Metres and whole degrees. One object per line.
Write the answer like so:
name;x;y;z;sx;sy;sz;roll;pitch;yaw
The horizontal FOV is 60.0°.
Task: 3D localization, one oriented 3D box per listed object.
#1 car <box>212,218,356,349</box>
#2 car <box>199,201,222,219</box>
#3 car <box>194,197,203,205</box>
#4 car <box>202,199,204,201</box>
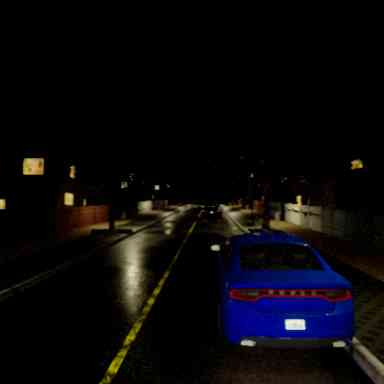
car;1.433;1.542;6.658;1.882;1.535;5.008;-1;-1;3
car;1.996;1.940;33.361;1.994;1.385;4.181;-1;-1;4
car;1.820;2.231;81.834;2.150;2.045;5.566;-1;-1;3
car;2.535;1.997;43.391;1.837;1.490;4.892;-1;0;3
